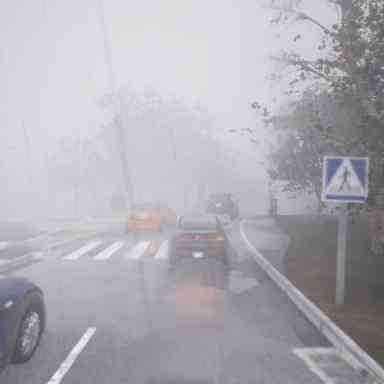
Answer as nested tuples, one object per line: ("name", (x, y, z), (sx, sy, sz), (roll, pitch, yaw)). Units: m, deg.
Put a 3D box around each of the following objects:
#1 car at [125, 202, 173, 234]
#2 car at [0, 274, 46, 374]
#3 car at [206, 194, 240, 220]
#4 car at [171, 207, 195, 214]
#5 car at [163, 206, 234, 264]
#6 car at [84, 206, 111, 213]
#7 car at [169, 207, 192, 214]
("car", (-2.269, 1.329, 19.312), (2.097, 1.767, 4.553), (0, 0, 8))
("car", (-3.136, 1.349, 2.963), (2.097, 1.767, 4.553), (0, 0, -1))
("car", (2.581, 1.179, 27.279), (2.150, 2.045, 5.566), (-1, -2, 13))
("car", (-2.095, 4.354, 77.948), (5.357, 1.411, 2.033), (-1, -3, 10))
("car", (0.248, 1.485, 11.699), (1.837, 1.490, 4.892), (0, 1, 2))
("car", (-20.261, 3.817, 69.838), (1.882, 1.535, 5.008), (-3, -5, 45))
("car", (-2.531, 4.151, 74.733), (4.902, 1.511, 2.128), (-1, -3, 14))
